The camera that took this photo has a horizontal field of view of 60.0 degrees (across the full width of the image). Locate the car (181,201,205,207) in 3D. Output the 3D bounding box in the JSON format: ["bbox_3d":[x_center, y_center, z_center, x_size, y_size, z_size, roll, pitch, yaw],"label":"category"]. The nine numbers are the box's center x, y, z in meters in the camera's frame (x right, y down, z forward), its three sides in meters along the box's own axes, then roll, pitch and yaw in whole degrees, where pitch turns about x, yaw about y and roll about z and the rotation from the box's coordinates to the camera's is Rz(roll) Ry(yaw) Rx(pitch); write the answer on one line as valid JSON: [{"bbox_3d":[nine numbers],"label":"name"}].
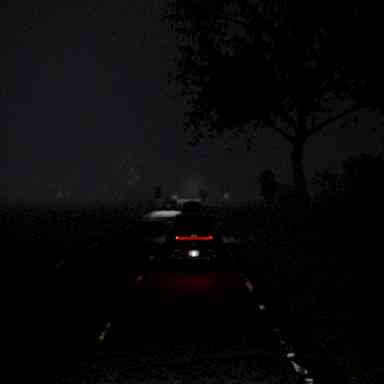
[{"bbox_3d":[0.078,1.501,28.219,1.882,1.535,5.008,0,0,0],"label":"car"}]

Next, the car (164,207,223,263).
[{"bbox_3d":[0.071,1.511,11.994,1.837,1.490,4.892,0,0,0],"label":"car"}]

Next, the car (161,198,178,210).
[{"bbox_3d":[-2.818,1.539,42.456,2.128,1.511,4.902,0,0,0],"label":"car"}]
